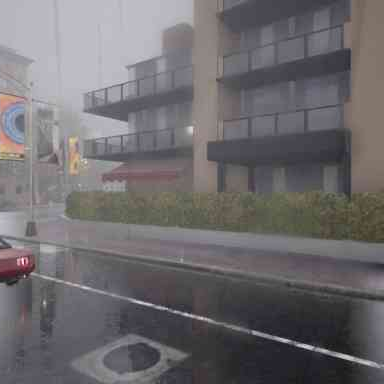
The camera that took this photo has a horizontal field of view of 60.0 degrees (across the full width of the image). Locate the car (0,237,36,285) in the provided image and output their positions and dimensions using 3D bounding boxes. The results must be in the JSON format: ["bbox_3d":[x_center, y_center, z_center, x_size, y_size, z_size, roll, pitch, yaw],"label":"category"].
[{"bbox_3d":[-5.991,1.601,8.255,4.718,1.301,1.895,0,0,35],"label":"car"}]
